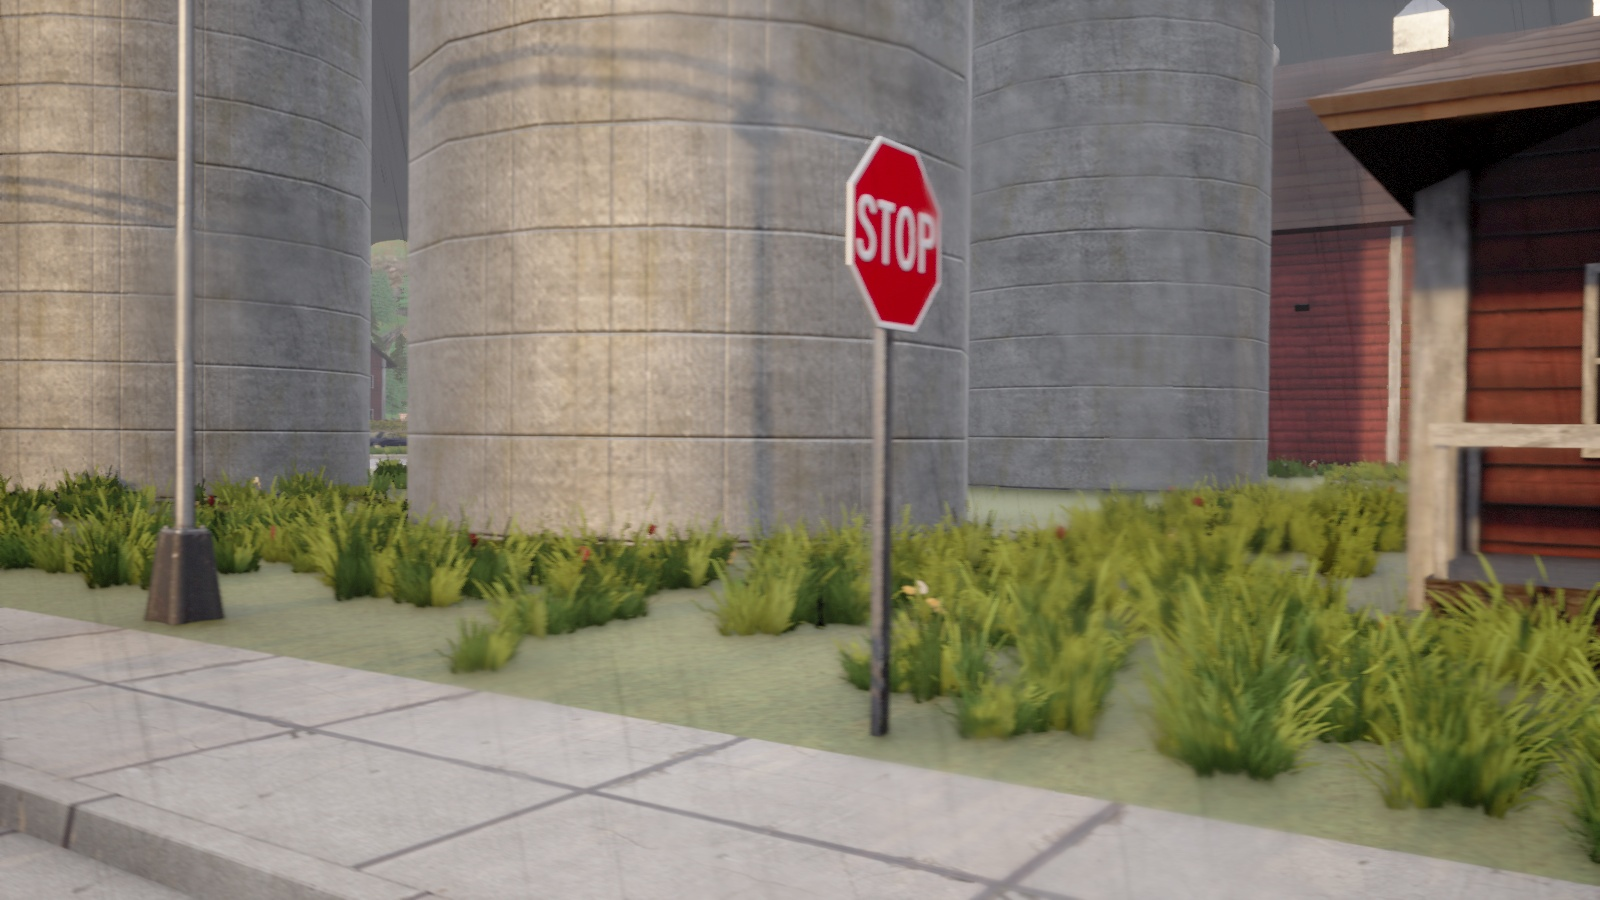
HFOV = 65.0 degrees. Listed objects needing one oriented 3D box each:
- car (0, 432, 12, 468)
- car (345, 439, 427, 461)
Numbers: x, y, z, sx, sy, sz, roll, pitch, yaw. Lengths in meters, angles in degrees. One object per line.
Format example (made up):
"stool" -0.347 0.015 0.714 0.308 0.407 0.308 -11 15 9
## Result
"car" -43.774 0.002 66.013 3.866 1.878 1.905 -1 1 17
"car" -26.108 -0.034 79.311 1.895 1.301 4.718 0 1 33
